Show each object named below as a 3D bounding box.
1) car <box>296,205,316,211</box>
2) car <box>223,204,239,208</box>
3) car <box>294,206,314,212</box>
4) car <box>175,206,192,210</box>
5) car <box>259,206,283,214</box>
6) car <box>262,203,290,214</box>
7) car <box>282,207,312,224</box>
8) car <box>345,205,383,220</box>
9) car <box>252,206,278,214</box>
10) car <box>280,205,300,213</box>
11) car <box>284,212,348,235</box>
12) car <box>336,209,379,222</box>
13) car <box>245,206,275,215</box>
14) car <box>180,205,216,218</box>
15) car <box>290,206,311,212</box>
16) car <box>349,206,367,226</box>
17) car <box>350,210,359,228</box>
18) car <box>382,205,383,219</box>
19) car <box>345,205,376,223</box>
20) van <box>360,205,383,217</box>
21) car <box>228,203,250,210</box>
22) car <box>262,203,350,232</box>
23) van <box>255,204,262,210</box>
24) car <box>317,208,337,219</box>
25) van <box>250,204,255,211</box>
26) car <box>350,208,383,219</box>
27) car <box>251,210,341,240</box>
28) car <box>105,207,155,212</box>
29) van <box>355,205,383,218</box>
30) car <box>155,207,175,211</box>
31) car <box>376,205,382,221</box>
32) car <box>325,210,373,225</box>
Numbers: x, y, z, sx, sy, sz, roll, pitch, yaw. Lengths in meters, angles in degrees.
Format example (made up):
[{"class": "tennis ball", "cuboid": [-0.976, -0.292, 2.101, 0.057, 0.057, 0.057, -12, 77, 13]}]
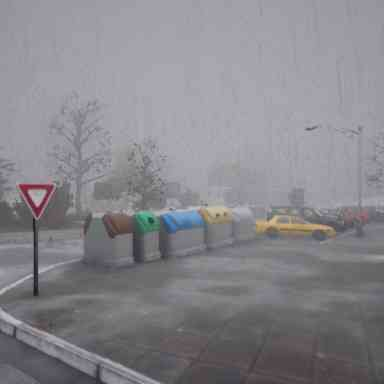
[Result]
[{"class": "car", "cuboid": [30.937, 4.426, 90.152, 5.008, 1.535, 2.097, 0, -2, 13]}, {"class": "car", "cuboid": [4.267, 3.022, 50.835, 4.674, 1.452, 2.002, 0, -2, 15]}, {"class": "car", "cuboid": [29.371, 4.366, 87.658, 4.792, 1.488, 2.163, 0, -2, 13]}, {"class": "car", "cuboid": [-3.167, 2.593, 40.413, 5.366, 1.575, 1.946, 0, -2, 15]}, {"class": "car", "cuboid": [16.144, 3.644, 67.956, 4.792, 1.488, 2.163, 0, -2, 15]}, {"class": "car", "cuboid": [17.778, 3.453, 70.420, 5.566, 2.045, 2.435, 0, -2, 15]}, {"class": "car", "cuboid": [12.326, 2.704, 38.894, 2.097, 1.767, 4.553, 0, -2, 35]}, {"class": "car", "cuboid": [27.250, 3.150, 52.026, 5.566, 2.045, 2.435, 1, -1, 15]}, {"class": "car", "cuboid": [14.394, 3.553, 65.517, 4.792, 1.488, 2.163, 0, -2, 15]}, {"class": "car", "cuboid": [22.851, 3.850, 77.761, 4.553, 1.767, 2.185, 0, -2, 14]}, {"class": "car", "cuboid": [10.049, 2.530, 27.326, 4.674, 1.452, 2.002, 1, -1, 15]}, {"class": "car", "cuboid": [22.053, 3.157, 44.622, 4.792, 1.488, 2.163, 1, -1, 15]}, {"class": "car", "cuboid": [12.913, 3.430, 63.022, 5.366, 1.575, 1.946, 0, -2, 15]}, {"class": "car", "cuboid": [0.850, 2.676, 45.957, 4.553, 1.767, 2.185, 0, -2, 15]}, {"class": "car", "cuboid": [27.696, 4.275, 85.177, 4.792, 1.488, 2.163, 0, -2, 13]}, {"class": "car", "cuboid": [15.202, 2.640, 34.759, 4.553, 1.767, 2.185, 1, -1, 15]}, {"class": "car", "cuboid": [11.785, 2.584, 29.803, 5.008, 1.535, 2.097, 1, -1, 15]}, {"class": "car", "cuboid": [23.829, 2.969, 47.089, 5.566, 2.045, 2.435, 1, -1, 15]}, {"class": "car", "cuboid": [16.923, 2.605, 37.215, 5.566, 2.045, 2.435, 1, -1, 15]}, {"class": "van", "cuboid": [33.951, 3.535, 61.950, 4.442, 1.987, 1.878, 1, -1, 14]}, {"class": "car", "cuboid": [5.935, 2.821, 53.292, 5.566, 2.045, 2.435, 0, -2, 15]}, {"class": "car", "cuboid": [8.358, 2.140, 24.860, 5.566, 2.045, 2.435, 1, -1, 15]}, {"class": "van", "cuboid": [9.462, 3.027, 58.153, 4.442, 1.987, 1.878, 0, -2, 15]}, {"class": "car", "cuboid": [20.890, 3.304, 51.247, 1.837, 1.490, 4.892, 0, -2, 35]}, {"class": "van", "cuboid": [7.770, 2.937, 55.705, 4.442, 1.987, 1.878, 0, -2, 15]}, {"class": "car", "cuboid": [28.928, 3.491, 54.491, 5.008, 1.535, 2.097, 1, -1, 15]}, {"class": "car", "cuboid": [6.772, 2.286, 22.332, 5.366, 1.575, 1.946, 2, -2, 15]}, {"class": "car", "cuboid": [-6.860, 2.390, 34.801, 4.892, 1.521, 2.231, 0, -2, 15]}, {"class": "van", "cuboid": [30.530, 3.353, 56.994, 4.442, 1.987, 1.878, 1, -1, 15]}, {"class": "car", "cuboid": [-4.915, 2.494, 37.581, 4.892, 1.521, 2.231, 0, -2, 15]}, {"class": "car", "cuboid": [20.350, 2.786, 42.154, 5.566, 2.045, 2.435, 1, -1, 15]}, {"class": "car", "cuboid": [18.630, 2.976, 39.682, 4.792, 1.488, 2.163, 1, -1, 15]}]
